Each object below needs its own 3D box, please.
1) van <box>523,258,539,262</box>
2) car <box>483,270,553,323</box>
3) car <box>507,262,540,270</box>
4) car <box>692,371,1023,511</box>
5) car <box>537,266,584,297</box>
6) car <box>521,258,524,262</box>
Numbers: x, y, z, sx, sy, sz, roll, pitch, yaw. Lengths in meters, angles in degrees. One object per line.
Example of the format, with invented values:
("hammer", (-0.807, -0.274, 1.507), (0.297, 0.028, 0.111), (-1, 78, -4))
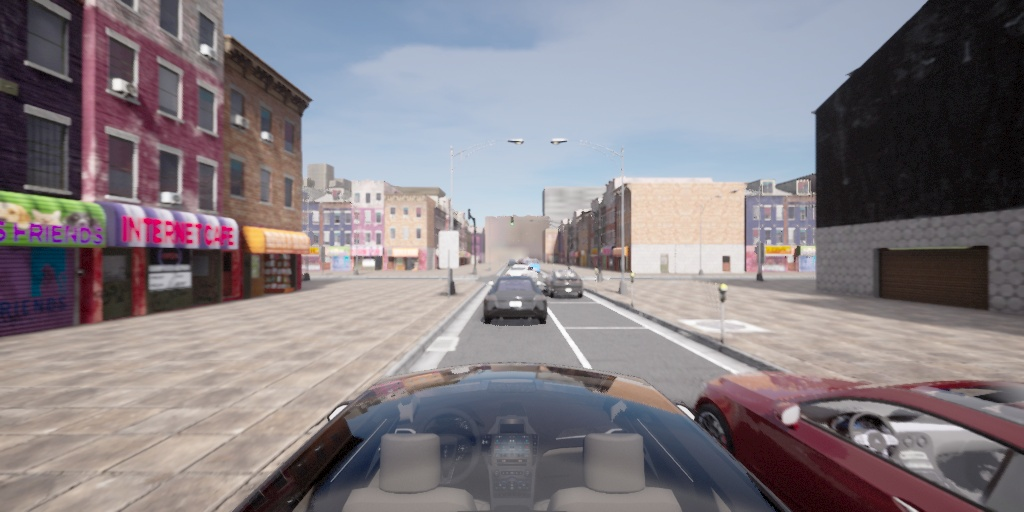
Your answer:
("van", (2.657, 1.290, 45.929), (1.690, 1.789, 3.998), (0, 0, 0))
("car", (0.102, 1.352, 12.302), (1.994, 1.385, 4.181), (0, 0, 0))
("car", (0.811, 1.382, 26.484), (1.812, 1.442, 4.674), (0, 0, 14))
("car", (2.637, 1.333, 1.891), (1.802, 1.307, 4.207), (0, 0, 0))
("car", (2.645, 1.368, 18.927), (2.007, 1.370, 4.403), (0, 0, 0))
("car", (2.660, 1.418, 51.404), (1.967, 1.591, 4.097), (0, 0, 0))
